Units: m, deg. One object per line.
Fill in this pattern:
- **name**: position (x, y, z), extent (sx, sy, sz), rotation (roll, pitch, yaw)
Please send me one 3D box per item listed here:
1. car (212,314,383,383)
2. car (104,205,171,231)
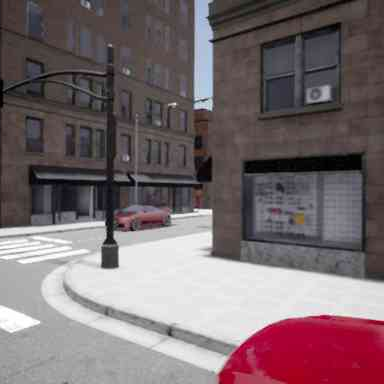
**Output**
- **car**: position (2.320, 1.322, 1.166), extent (5.009, 1.841, 2.192), rotation (0, 0, 35)
- **car**: position (-3.103, 1.448, 19.651), extent (1.994, 1.385, 4.181), rotation (0, 1, 35)
